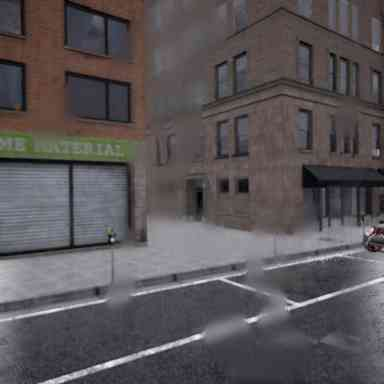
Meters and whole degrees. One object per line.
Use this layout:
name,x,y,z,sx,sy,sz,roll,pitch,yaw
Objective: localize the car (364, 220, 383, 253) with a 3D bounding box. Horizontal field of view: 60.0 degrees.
car,8.227,1.438,12.473,4.097,1.590,1.967,0,-1,-35
